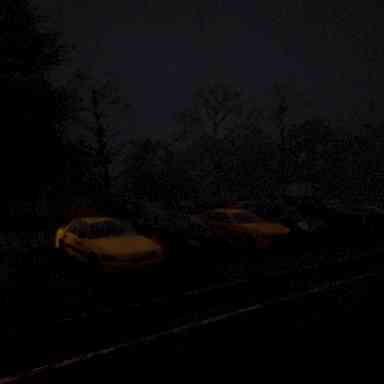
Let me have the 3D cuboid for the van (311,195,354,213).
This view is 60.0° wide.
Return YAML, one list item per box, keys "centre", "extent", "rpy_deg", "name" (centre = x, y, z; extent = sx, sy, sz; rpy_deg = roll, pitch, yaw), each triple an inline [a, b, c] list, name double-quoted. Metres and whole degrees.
- centre: [16.908, 1.423, 40.270]
  extent: [1.878, 1.987, 4.442]
  rpy_deg: [1, 0, -36]
  name: "van"

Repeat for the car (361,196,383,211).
- centre: [28.013, 1.652, 48.308]
  extent: [2.435, 2.045, 5.566]
  rpy_deg: [2, -1, -36]
  name: "car"

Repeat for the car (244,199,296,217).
- centre: [7.824, 1.563, 33.922]
  extent: [2.097, 1.535, 5.008]
  rpy_deg: [1, 0, -36]
  name: "car"

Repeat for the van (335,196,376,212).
- centre: [21.295, 1.480, 43.403]
  extent: [1.878, 1.987, 4.442]
  rpy_deg: [1, -1, -36]
  name: "van"

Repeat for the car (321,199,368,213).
- centre: [19.090, 1.670, 41.978]
  extent: [2.097, 1.535, 5.008]
  rpy_deg: [1, 0, -36]
  name: "car"

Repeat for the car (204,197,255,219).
- centre: [3.330, 1.395, 30.682]
  extent: [2.185, 1.767, 4.553]
  rpy_deg: [1, 0, -36]
  name: "car"

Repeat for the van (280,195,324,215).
- centre: [12.263, 1.380, 37.242]
  extent: [1.878, 1.987, 4.442]
  rpy_deg: [1, 0, -36]
  name: "van"

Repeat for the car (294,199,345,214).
- centre: [14.693, 1.625, 38.606]
  extent: [1.946, 1.575, 5.366]
  rpy_deg: [1, 0, -36]
  name: "car"

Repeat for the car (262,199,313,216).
- centre: [10.079, 1.586, 35.531]
  extent: [2.231, 1.521, 4.892]
  rpy_deg: [1, 0, -36]
  name: "car"

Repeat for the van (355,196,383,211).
- centre: [25.674, 1.612, 46.816]
  extent: [1.878, 1.987, 4.442]
  rpy_deg: [2, -1, -36]
  name: "van"

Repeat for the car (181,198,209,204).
- centre: [-1.194, 1.479, 27.482]
  extent: [2.231, 1.521, 4.892]
  rpy_deg: [1, 0, -36]
  name: "car"

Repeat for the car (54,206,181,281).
- centre: [-2.685, 1.437, 10.126]
  extent: [1.946, 1.575, 5.366]
  rpy_deg: [0, 0, -36]
  name: "car"

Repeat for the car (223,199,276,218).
- centre: [5.467, 1.541, 32.240]
  extent: [2.097, 1.535, 5.008]
  rpy_deg: [1, 0, -36]
  name: "car"

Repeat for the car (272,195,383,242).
- centre: [6.250, 1.225, 16.698]
  extent: [2.435, 2.045, 5.566]
  rpy_deg: [1, 0, -36]
  name: "car"

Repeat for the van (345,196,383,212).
- centre: [23.522, 1.549, 45.279]
  extent: [1.878, 1.987, 4.442]
  rpy_deg: [2, -1, -36]
  name: "van"

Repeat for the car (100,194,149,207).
- centre: [-5.718, 1.192, 24.294]
  extent: [2.435, 2.045, 5.566]
  rpy_deg: [0, 0, -36]
  name: "car"

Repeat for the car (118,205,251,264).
- centre: [-0.543, 1.439, 11.890]
  extent: [2.231, 1.521, 4.892]
  rpy_deg: [0, 0, -36]
  name: "car"

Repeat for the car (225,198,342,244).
- centre: [3.959, 1.332, 15.136]
  extent: [2.185, 1.767, 4.553]
  rpy_deg: [1, 0, -36]
  name: "car"

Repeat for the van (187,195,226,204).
- centre: [0.991, 1.273, 29.193]
  extent: [1.878, 1.987, 4.442]
  rpy_deg: [1, 0, -36]
  name: "van"

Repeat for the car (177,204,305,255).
- centre: [1.713, 1.444, 13.502]
  extent: [2.097, 1.535, 5.008]
  rpy_deg: [0, 0, -36]
  name: "car"

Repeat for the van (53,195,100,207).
- centre: [-8.124, 1.212, 22.687]
  extent: [1.878, 1.987, 4.442]
  rpy_deg: [0, 0, -36]
  name: "van"

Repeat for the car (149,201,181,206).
- centre: [-3.342, 1.455, 25.729]
  extent: [1.946, 1.575, 5.366]
  rpy_deg: [0, 0, -36]
  name: "car"
